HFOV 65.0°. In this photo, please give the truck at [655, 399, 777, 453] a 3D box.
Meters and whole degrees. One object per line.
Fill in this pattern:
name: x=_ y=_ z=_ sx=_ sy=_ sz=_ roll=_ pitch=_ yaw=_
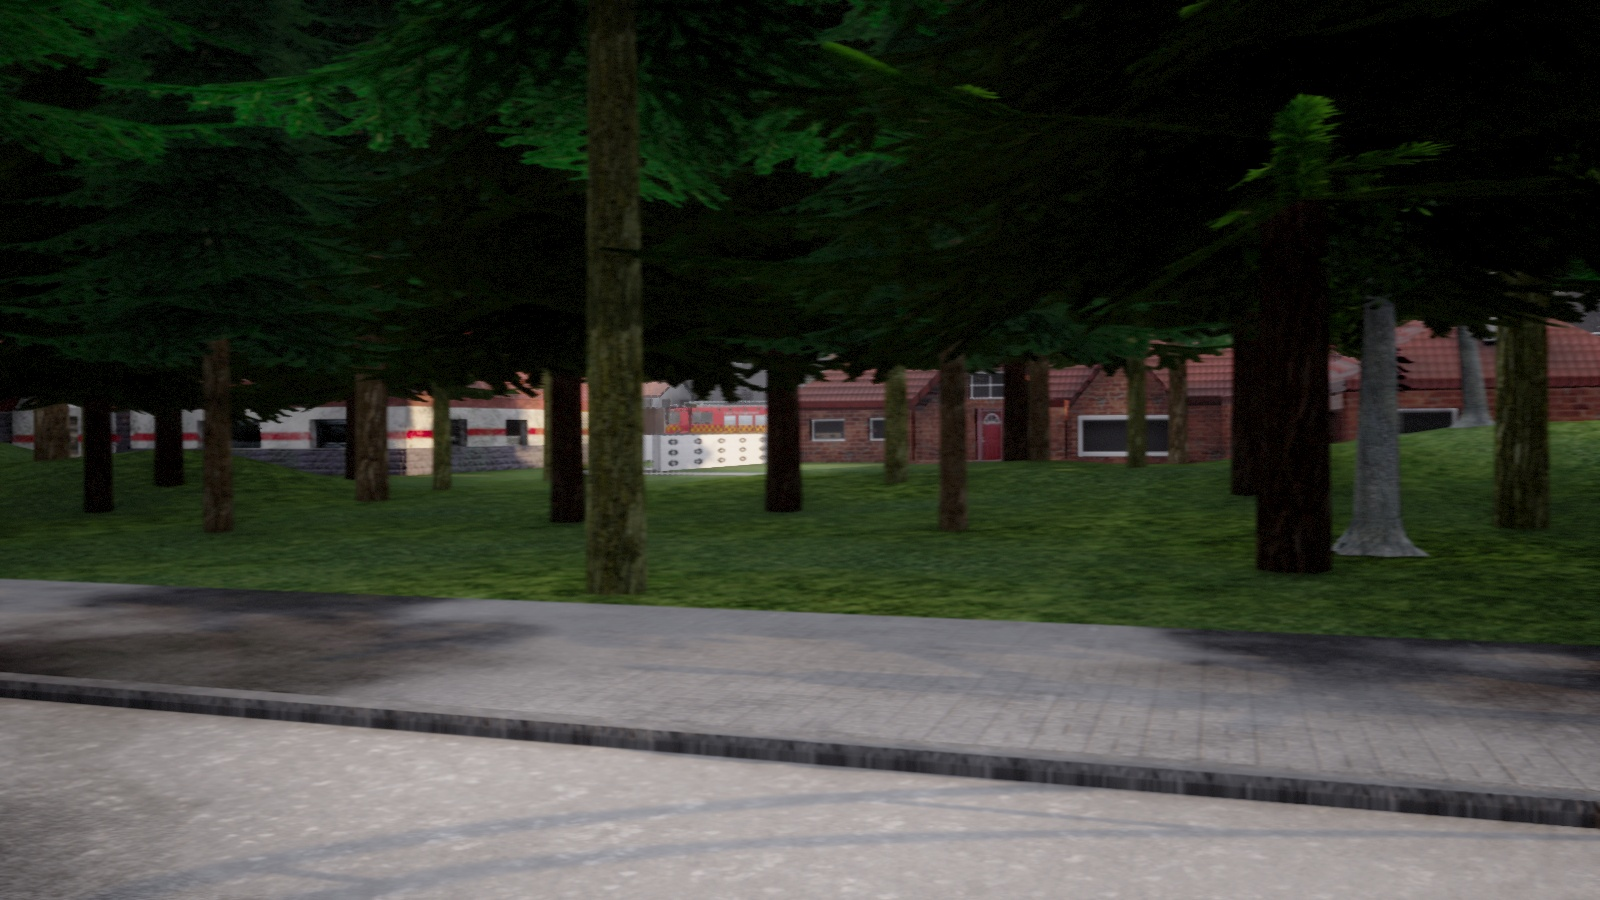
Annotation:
truck: x=-6.167 y=-1.743 z=92.474 sx=8.468 sy=3.827 sz=2.891 roll=0 pitch=1 yaw=18
